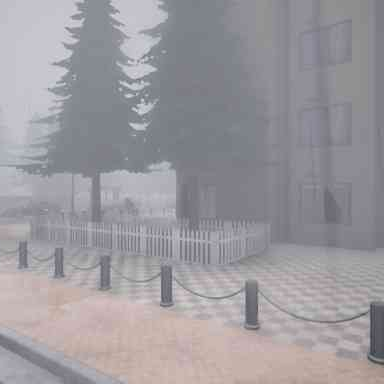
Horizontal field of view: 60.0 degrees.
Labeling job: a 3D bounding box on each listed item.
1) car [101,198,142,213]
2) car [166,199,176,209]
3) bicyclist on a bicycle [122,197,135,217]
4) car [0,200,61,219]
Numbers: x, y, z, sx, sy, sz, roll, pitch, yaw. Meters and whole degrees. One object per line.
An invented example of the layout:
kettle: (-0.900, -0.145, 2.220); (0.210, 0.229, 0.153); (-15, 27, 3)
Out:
car: (-7.788, 1.462, 36.924); (1.882, 1.535, 5.008); (0, 0, 37)
car: (-1.574, 1.510, 45.053); (1.812, 1.442, 4.674); (0, 0, 37)
bicyclist on a bicycle: (-5.309, 1.285, 27.828); (1.656, 1.620, 0.582); (0, 0, 37)
car: (-13.914, 1.476, 28.872); (2.128, 1.511, 4.902); (0, 0, 37)
